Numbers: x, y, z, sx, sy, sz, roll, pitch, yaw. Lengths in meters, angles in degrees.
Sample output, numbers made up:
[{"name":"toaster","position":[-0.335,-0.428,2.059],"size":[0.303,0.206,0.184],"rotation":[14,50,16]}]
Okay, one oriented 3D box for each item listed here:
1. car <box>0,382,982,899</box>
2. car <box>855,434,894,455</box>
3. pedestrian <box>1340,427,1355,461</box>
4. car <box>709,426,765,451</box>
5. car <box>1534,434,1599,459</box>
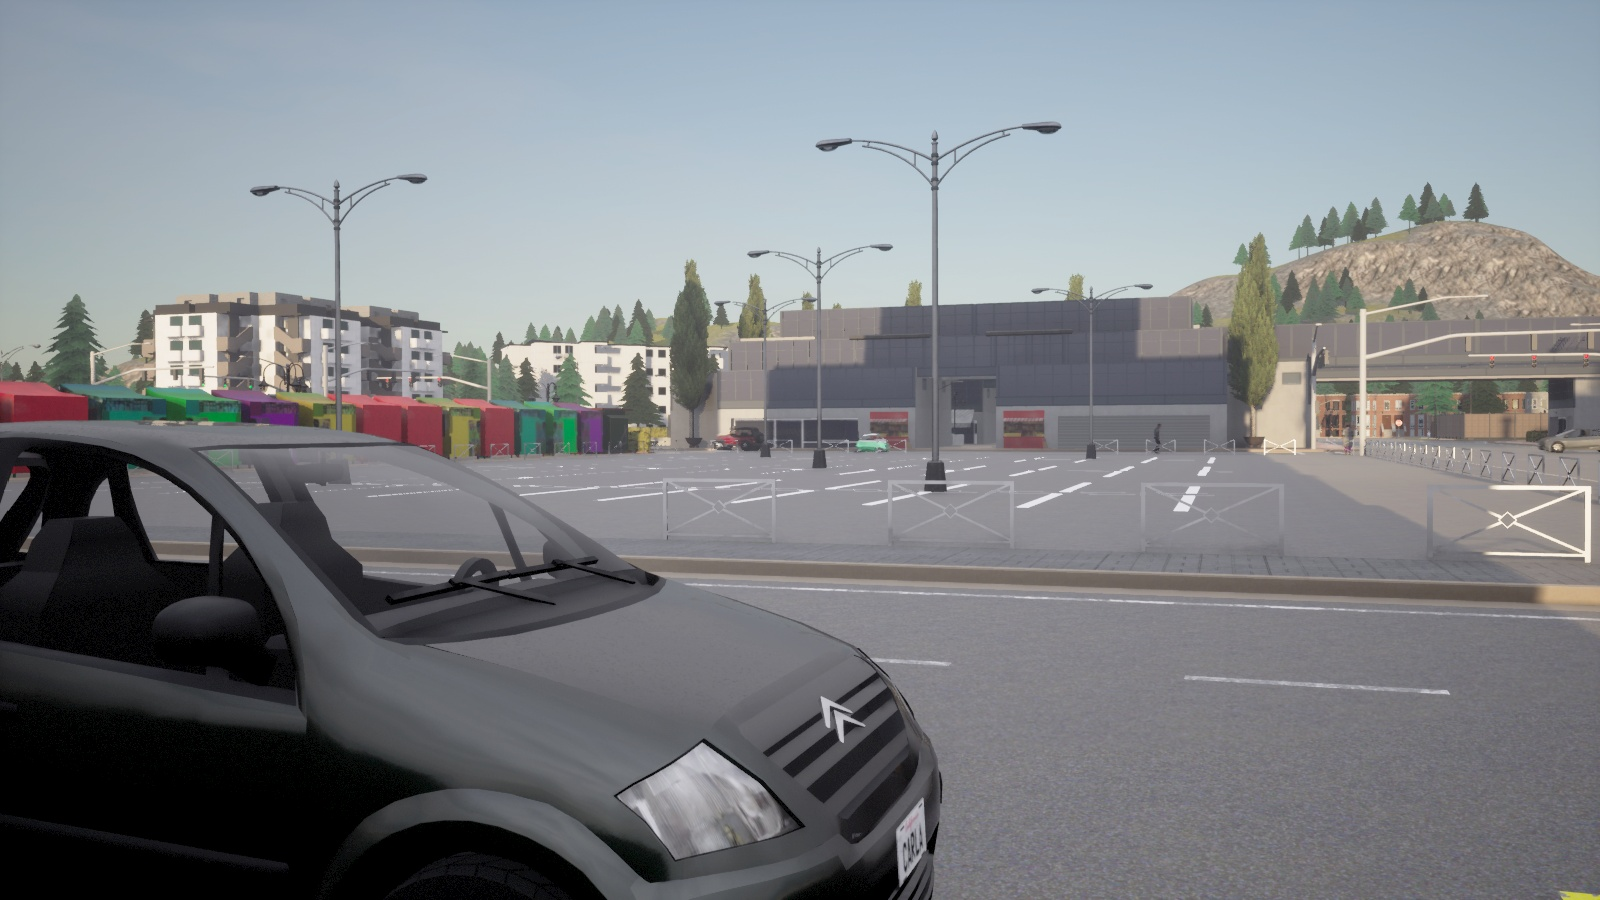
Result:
[{"name":"car","position":[-1.613,0.659,3.733],"size":[3.988,1.617,1.851],"rotation":[1,1,19]},{"name":"car","position":[4.877,-0.356,81.887],"size":[2.207,1.376,1.481],"rotation":[0,1,20]},{"name":"pedestrian","position":[31.525,-0.368,72.305],"size":[0.659,1.952,0.873],"rotation":[0,1,13]},{"name":"car","position":[-4.841,-0.889,96.711],"size":[3.866,1.878,1.905],"rotation":[1,1,20]},{"name":"car","position":[48.185,-0.234,77.660],"size":[4.514,1.525,2.007],"rotation":[1,1,18]}]
